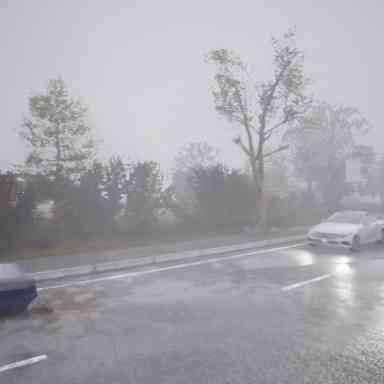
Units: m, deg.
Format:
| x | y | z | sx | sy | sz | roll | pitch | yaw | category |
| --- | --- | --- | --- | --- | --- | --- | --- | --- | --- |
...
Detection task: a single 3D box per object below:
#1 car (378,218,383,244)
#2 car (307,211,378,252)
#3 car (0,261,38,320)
| x | y | z | sx | sy | sz | roll | pitch | yaw | category |
| --- | --- | --- | --- | --- | --- | --- | --- | --- | --- |
| 8.202 | 1.507 | 10.848 | 4.902 | 1.511 | 2.128 | 0 | 0 | -42 | car |
| 6.758 | 1.562 | 14.237 | 4.674 | 1.442 | 1.812 | 0 | 0 | -42 | car |
| -4.972 | 1.622 | 4.850 | 4.718 | 1.301 | 1.895 | 0 | 0 | -36 | car |
